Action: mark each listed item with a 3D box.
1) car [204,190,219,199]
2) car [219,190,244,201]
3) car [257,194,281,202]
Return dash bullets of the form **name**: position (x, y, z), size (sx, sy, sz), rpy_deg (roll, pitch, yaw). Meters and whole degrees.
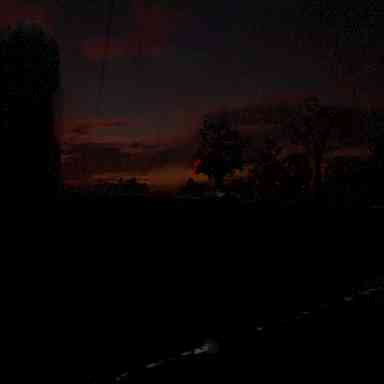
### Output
- **car**: position (4.977, 0.486, 73.825), size (2.150, 2.045, 5.566), rpy_deg (0, 1, -35)
- **car**: position (8.040, 0.887, 64.611), size (1.882, 1.535, 5.008), rpy_deg (0, 1, -34)
- **car**: position (14.048, 1.004, 60.843), size (1.812, 1.442, 4.674), rpy_deg (0, 1, -35)
